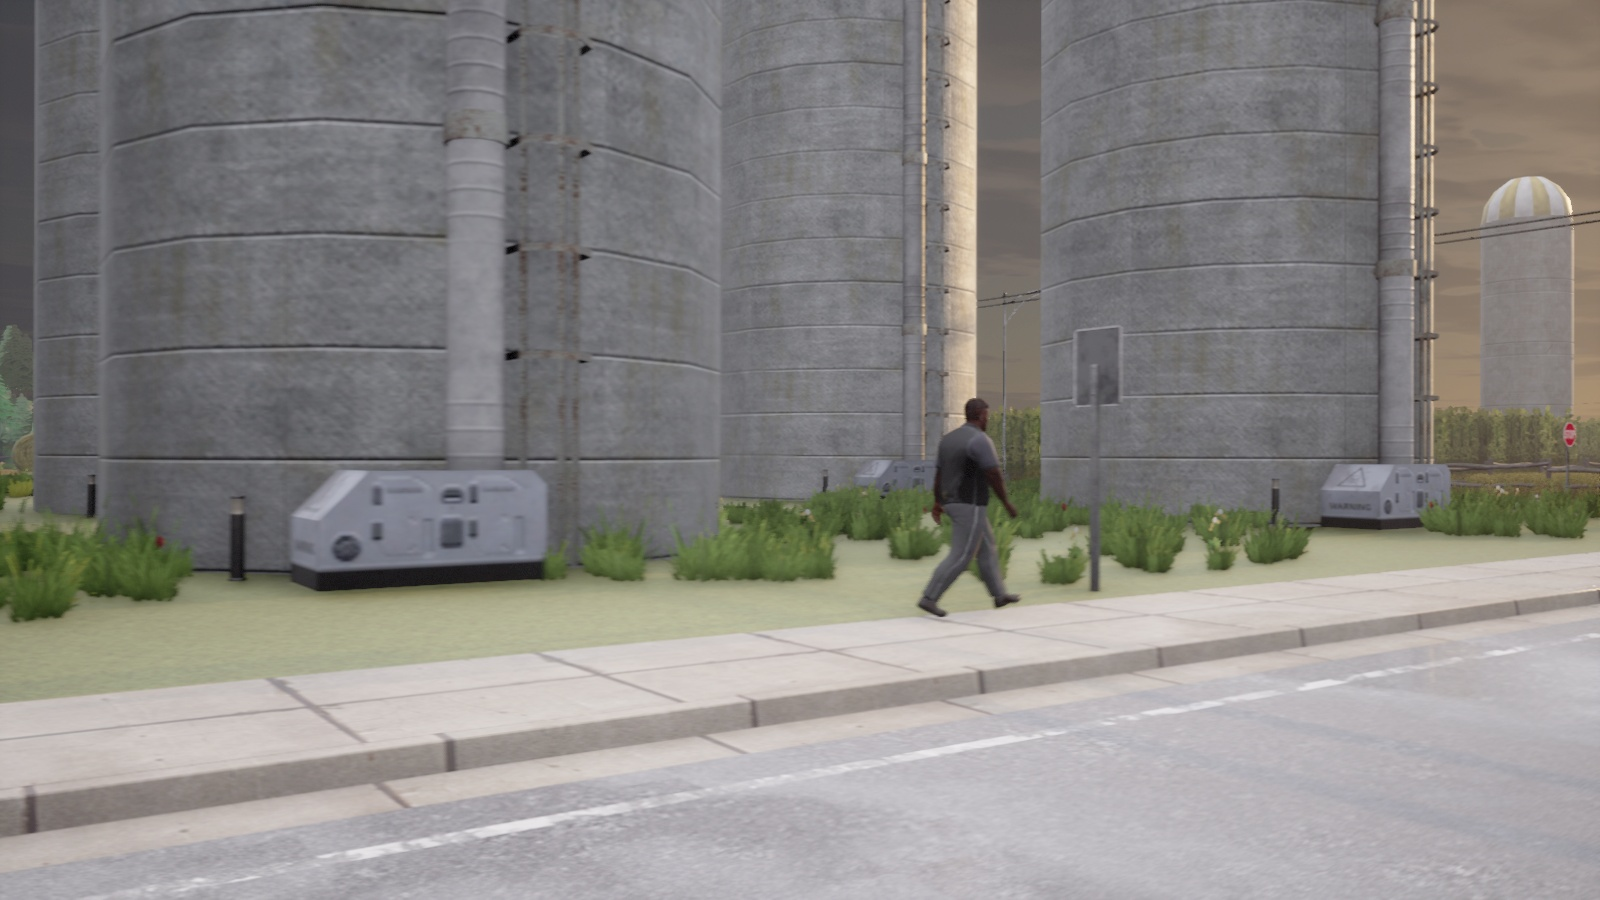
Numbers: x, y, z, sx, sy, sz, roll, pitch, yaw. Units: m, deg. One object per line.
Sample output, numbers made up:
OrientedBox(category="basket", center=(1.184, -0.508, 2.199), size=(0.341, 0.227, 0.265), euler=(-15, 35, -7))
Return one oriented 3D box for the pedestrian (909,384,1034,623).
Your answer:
OrientedBox(category="pedestrian", center=(1.405, 0.422, 10.333), size=(0.849, 1.883, 0.563), euler=(0, 0, -22))
